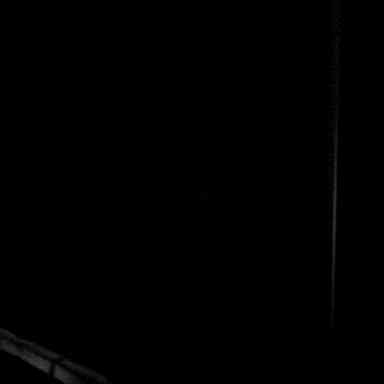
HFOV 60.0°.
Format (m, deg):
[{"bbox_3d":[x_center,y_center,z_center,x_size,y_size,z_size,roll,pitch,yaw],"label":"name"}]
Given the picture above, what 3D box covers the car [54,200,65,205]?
[{"bbox_3d":[-35.267,2.894,87.706,5.008,1.535,2.097,1,-3,4],"label":"car"}]
